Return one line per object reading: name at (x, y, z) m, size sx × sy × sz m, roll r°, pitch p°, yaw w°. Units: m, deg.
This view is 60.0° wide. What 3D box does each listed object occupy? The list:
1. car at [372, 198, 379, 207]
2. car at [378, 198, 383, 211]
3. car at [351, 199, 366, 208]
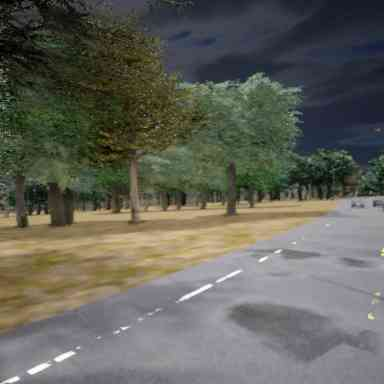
car at (33.159, 1.856, 58.901) m, size 2.128 × 1.511 × 4.902 m, roll 0°, pitch -1°, yaw 26°
car at (25.514, 1.776, 42.523) m, size 2.033 × 1.411 × 5.357 m, roll 0°, pitch -1°, yaw 26°
car at (26.788, 1.817, 53.669) m, size 2.128 × 1.511 × 4.902 m, roll 0°, pitch -1°, yaw 26°
